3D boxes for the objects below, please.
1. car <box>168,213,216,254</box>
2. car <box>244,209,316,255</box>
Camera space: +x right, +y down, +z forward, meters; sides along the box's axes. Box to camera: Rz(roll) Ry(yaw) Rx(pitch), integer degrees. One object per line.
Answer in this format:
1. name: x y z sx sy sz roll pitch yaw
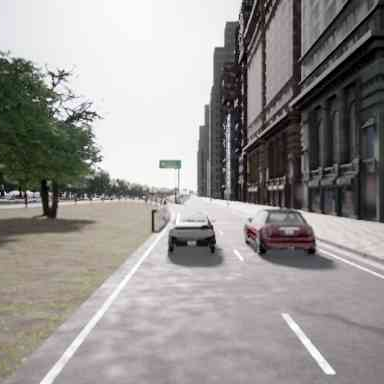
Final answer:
1. car: 0.003 1.631 14.277 2.128 1.511 4.902 0 0 0
2. car: 3.501 1.486 14.061 2.097 1.767 4.553 0 -1 0
